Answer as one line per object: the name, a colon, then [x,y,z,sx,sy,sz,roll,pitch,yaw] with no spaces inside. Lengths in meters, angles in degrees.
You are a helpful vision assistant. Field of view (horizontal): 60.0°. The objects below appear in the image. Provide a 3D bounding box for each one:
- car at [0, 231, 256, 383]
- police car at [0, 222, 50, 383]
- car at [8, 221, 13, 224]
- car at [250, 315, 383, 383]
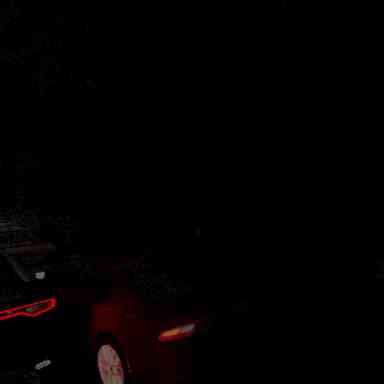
car: [-1.192,1.479,5.019,4.507,1.381,1.887,0,1,45]
police car: [-3.800,1.420,4.976,5.238,1.638,1.930,0,1,45]
car: [-5.158,1.483,8.983,4.829,1.417,1.752,0,1,45]
car: [2.654,1.456,1.175,4.507,1.381,1.887,0,1,45]
